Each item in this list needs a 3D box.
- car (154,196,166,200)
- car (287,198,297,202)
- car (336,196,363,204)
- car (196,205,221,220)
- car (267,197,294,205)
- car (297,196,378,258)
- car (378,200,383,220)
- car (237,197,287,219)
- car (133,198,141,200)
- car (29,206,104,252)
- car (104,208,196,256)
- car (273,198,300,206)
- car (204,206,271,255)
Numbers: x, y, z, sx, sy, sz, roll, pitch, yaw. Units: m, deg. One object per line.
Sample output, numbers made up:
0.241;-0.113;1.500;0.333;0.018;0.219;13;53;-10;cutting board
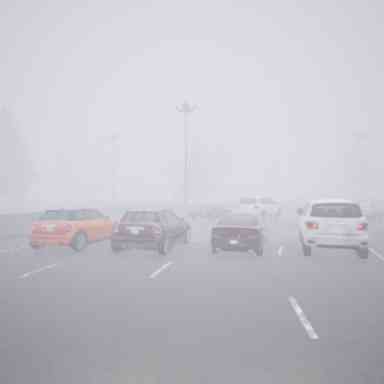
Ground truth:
-9.051;1.961;92.864;2.097;1.767;4.553;0;0;18;car
18.103;1.794;59.591;4.892;1.490;1.837;0;-1;-22;car
33.527;1.678;70.816;4.892;1.490;1.837;-1;0;-7;car
1.760;1.785;29.108;1.895;1.301;4.718;0;0;34;car
17.886;1.844;67.087;4.902;1.511;2.128;0;0;-21;car
5.548;1.309;13.467;2.150;2.045;5.566;0;-1;17;car
14.883;1.706;28.537;1.812;1.442;4.674;-1;-1;44;car
5.909;1.406;28.913;2.150;2.045;5.566;-1;0;37;car
-13.075;2.100;77.389;1.895;1.301;4.718;0;0;11;car
-4.884;1.448;14.704;2.097;1.767;4.553;0;0;14;car
-1.496;1.443;13.864;2.097;1.767;4.553;0;0;14;car
17.958;1.905;63.398;4.718;1.301;1.895;0;0;-20;car
2.100;1.568;13.839;1.882;1.535;5.008;0;0;16;car
